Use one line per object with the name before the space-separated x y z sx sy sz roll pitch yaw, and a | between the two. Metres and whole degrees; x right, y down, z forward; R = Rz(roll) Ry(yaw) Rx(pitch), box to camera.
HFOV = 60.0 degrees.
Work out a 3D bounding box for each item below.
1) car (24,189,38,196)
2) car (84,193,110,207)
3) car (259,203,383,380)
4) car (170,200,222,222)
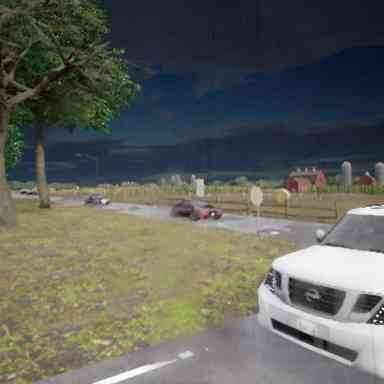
car | -40.756 0.204 84.844 1.882 1.535 5.008 -1 1 -36
car | -11.311 0.888 39.517 2.128 1.511 4.902 -1 1 -36
car | 3.604 1.233 5.538 5.566 2.045 2.150 0 0 -36
car | 0.222 1.257 23.630 1.994 1.385 4.181 -1 2 -36
